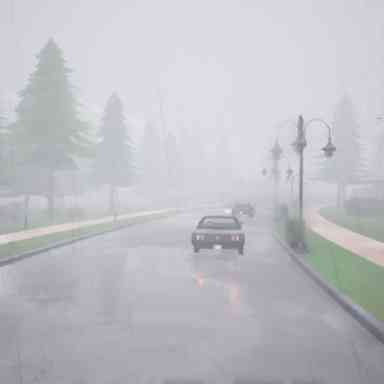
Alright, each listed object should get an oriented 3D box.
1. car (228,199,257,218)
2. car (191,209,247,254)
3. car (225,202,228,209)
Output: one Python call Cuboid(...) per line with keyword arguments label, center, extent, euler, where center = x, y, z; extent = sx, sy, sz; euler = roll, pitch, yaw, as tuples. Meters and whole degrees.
Cuboid(label="car", center=(4.862, 1.517, 30.820), extent=(1.837, 1.490, 4.892), euler=(0, 0, 16))
Cuboid(label="car", center=(1.160, 1.603, 13.658), extent=(1.895, 1.301, 4.718), euler=(0, 0, 7))
Cuboid(label="car", center=(5.807, 1.577, 44.273), extent=(1.994, 1.385, 4.181), euler=(0, 0, 23))
